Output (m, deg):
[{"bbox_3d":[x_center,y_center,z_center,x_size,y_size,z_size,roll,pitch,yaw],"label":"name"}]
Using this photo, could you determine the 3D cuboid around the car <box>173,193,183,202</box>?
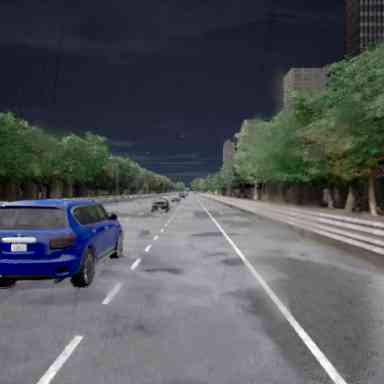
[{"bbox_3d":[-3.520,1.548,74.187,1.895,1.301,4.718,0,0,0],"label":"car"}]

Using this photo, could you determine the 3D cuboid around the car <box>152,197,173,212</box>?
[{"bbox_3d":[-3.510,1.480,38.518,1.837,1.490,4.892,0,0,0],"label":"car"}]

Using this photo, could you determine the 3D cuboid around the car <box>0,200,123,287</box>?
[{"bbox_3d":[-3.500,1.221,9.421,2.150,2.045,5.566,0,0,0],"label":"car"}]
